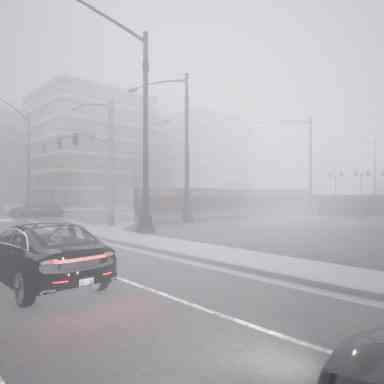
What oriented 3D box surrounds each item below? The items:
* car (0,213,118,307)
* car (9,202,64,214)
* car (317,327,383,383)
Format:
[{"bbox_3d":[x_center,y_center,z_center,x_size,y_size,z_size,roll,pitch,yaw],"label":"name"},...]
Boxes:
[{"bbox_3d":[-3.666,1.492,8.089,2.128,1.511,4.902,0,0,-43],"label":"car"},{"bbox_3d":[-13.019,1.553,28.060,1.994,1.385,4.181,0,0,42],"label":"car"},{"bbox_3d":[3.157,1.505,1.611,4.892,1.490,1.837,0,0,38],"label":"car"}]
